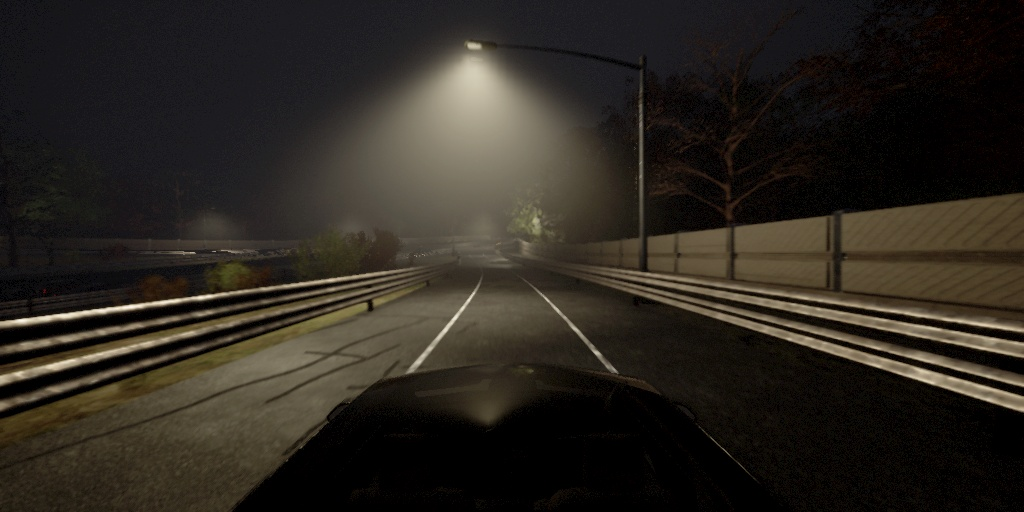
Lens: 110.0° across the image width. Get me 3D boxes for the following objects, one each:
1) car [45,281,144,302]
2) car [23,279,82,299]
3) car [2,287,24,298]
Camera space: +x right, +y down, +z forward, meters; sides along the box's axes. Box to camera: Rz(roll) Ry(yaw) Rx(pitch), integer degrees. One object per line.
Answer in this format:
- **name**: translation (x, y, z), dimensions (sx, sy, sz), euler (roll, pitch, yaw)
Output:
- **car**: translation (-36.203, 3.126, 31.581), dimensions (2.033, 1.411, 5.357), euler (1, 4, 15)
- **car**: translation (-39.610, 2.877, 32.368), dimensions (2.097, 1.767, 4.553), euler (1, 4, 15)
- **car**: translation (-43.002, 3.067, 33.259), dimensions (1.895, 1.301, 4.718), euler (1, 4, 15)
